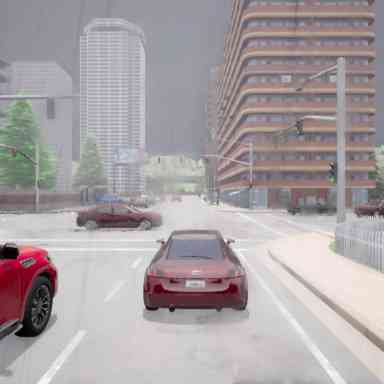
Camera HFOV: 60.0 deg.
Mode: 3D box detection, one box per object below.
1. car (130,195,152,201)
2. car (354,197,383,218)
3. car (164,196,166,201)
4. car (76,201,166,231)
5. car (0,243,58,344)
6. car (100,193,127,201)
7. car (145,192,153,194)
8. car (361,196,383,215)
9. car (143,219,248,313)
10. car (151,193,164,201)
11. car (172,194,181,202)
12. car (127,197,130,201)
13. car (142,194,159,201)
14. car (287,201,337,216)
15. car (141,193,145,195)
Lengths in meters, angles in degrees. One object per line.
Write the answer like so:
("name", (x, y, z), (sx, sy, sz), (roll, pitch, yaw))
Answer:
("car", (-7.124, 1.526, 46.905), (1.812, 1.442, 4.674), (0, 0, -2))
("car", (16.552, 1.422, 29.075), (5.008, 1.535, 1.882), (0, 0, -20))
("car", (-7.069, 1.499, 76.463), (1.837, 1.490, 4.892), (0, 0, 0))
("car", (-4.247, 1.463, 19.665), (5.008, 1.535, 1.882), (0, 0, 0))
("car", (-3.434, 1.221, 3.496), (2.150, 2.045, 5.566), (0, 0, 0))
("car", (-10.615, 1.221, 44.048), (2.150, 2.045, 5.566), (0, 0, 2))
("car", (-10.567, 1.225, 74.763), (2.150, 2.045, 5.566), (0, 0, 0))
("car", (19.834, 1.297, 34.194), (4.553, 1.767, 2.097), (0, 0, -27))
("car", (0.086, 1.564, 7.775), (1.994, 1.385, 4.181), (0, 0, 1))
("car", (-7.093, 1.526, 66.025), (1.812, 1.442, 4.674), (0, 0, 0))
("car", (-3.570, 1.355, 77.687), (2.097, 1.767, 4.553), (0, 0, 0))
("car", (-10.638, 1.526, 53.803), (1.812, 1.442, 4.674), (0, 0, 0))
("car", (-7.138, 1.526, 55.762), (1.812, 1.442, 4.674), (0, 0, 0))
("car", (11.395, 1.545, 31.343), (4.718, 1.301, 1.895), (0, 0, -12))
("car", (-10.602, 1.505, 64.235), (1.837, 1.490, 4.892), (0, 0, 0))
